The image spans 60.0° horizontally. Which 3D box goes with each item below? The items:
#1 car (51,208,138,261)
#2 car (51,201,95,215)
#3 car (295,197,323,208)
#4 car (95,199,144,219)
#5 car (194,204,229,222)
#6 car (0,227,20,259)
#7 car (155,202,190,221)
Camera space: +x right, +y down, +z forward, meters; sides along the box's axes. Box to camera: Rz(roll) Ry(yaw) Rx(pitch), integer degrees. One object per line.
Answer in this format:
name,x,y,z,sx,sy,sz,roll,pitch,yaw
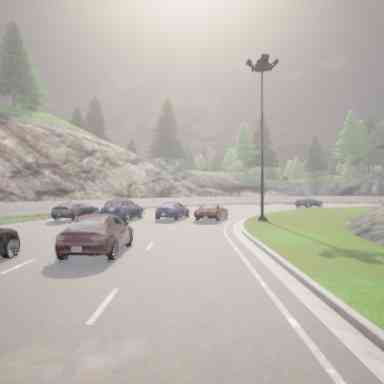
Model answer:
car,-3.394,1.527,12.152,1.812,1.442,4.674,0,0,1
car,-9.193,1.495,26.605,2.128,1.511,4.902,0,0,12
car,16.851,1.500,47.918,4.902,1.511,2.128,0,0,-36
car,-5.414,1.356,26.342,2.097,1.767,4.553,0,0,12
car,1.664,1.605,26.761,1.895,1.301,4.718,0,0,17
car,-6.915,1.494,9.696,2.128,1.511,4.902,0,0,0
car,-1.563,1.530,27.502,1.812,1.442,4.674,0,0,15
